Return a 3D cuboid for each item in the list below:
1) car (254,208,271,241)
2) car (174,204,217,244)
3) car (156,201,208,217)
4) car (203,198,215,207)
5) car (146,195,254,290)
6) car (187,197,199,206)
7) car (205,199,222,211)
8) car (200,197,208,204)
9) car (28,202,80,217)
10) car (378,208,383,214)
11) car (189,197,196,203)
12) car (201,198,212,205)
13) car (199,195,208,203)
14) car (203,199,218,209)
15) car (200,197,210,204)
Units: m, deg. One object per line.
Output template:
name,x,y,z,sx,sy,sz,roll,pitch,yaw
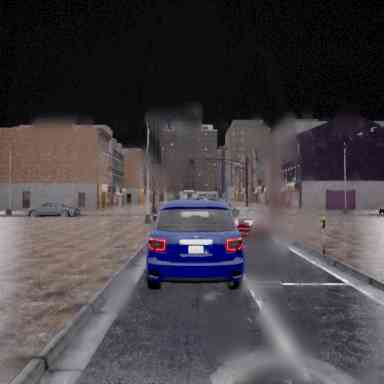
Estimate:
car,2.683,1.459,16.829,1.967,1.590,4.097,2,0,0
car,0.119,1.496,17.015,1.882,1.535,5.008,0,0,-1
car,-0.923,1.577,31.758,4.892,1.490,1.837,0,-2,0
car,2.730,1.705,54.619,1.752,1.417,4.829,1,0,0
car,0.053,1.228,9.226,2.150,2.045,5.566,0,0,-1
car,0.182,1.729,61.908,2.128,1.511,4.902,0,0,0
car,2.714,1.675,43.576,1.947,1.339,4.313,1,0,0
car,2.758,1.896,76.369,1.752,1.417,4.829,1,-1,0
car,-11.934,1.584,28.895,4.181,1.385,1.994,0,-2,0
car,20.767,1.613,31.593,5.357,1.411,2.033,0,-2,0
car,0.115,1.953,84.401,1.837,1.490,4.892,0,-1,0
car,2.742,1.833,65.324,1.947,1.339,4.313,1,-1,0
car,2.769,1.739,81.640,2.192,1.841,5.009,1,-1,0
car,2.721,1.708,49.012,1.947,1.339,4.313,1,0,0
car,2.751,1.844,70.932,1.752,1.417,4.829,1,-1,0
